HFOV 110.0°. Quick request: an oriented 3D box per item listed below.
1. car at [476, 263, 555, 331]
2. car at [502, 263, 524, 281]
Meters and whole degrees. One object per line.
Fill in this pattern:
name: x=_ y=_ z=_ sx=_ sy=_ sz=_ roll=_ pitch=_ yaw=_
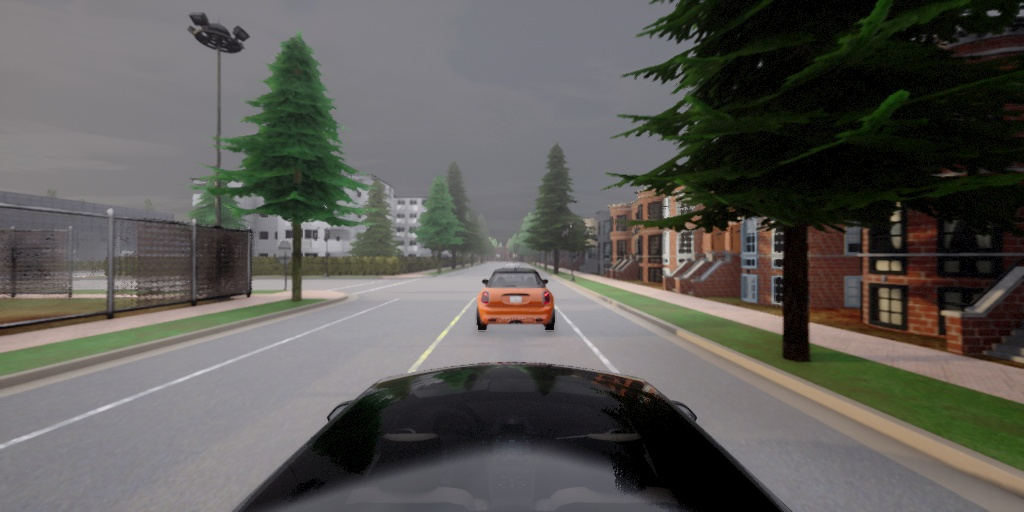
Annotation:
car: x=0.099 y=1.138 z=11.306 sx=2.097 sy=1.767 sz=4.553 roll=0 pitch=0 yaw=0
car: x=0.099 y=1.390 z=32.434 sx=1.812 sy=1.442 sz=4.674 roll=0 pitch=0 yaw=0
